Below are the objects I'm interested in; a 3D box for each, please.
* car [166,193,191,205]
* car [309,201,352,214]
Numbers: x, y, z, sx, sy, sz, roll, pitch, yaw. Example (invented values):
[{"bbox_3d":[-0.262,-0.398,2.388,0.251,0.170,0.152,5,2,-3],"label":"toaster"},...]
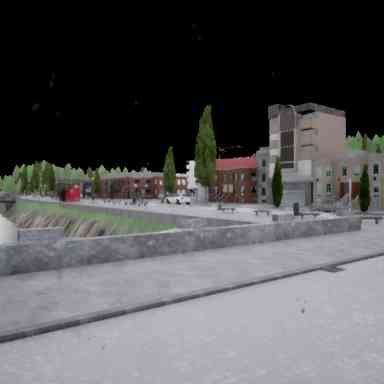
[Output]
[{"bbox_3d":[-2.404,1.221,57.717,2.150,2.045,5.566,0,0,-35],"label":"car"},{"bbox_3d":[14.277,1.562,34.417,1.994,1.385,4.181,0,0,-36],"label":"car"}]
